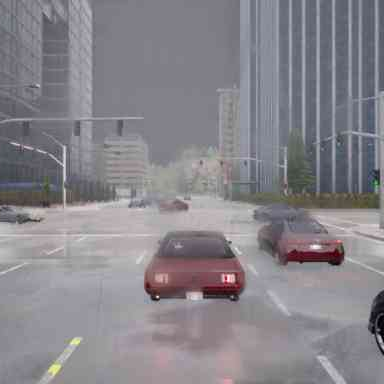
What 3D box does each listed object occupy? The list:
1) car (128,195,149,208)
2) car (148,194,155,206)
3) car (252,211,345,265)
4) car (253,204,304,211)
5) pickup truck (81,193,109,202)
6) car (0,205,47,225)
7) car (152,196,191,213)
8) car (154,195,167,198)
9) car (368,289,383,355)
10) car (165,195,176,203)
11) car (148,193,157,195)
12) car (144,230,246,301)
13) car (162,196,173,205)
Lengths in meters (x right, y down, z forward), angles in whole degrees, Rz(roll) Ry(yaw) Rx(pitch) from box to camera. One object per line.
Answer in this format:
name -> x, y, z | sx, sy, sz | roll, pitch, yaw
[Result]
car -> -7.796, 1.526, 47.443 | 1.812, 1.442, 4.674 | 0, 0, 1
car -> -7.914, 1.505, 56.697 | 1.837, 1.490, 4.892 | 0, 0, -1
car -> 3.576, 1.564, 11.627 | 1.994, 1.385, 4.181 | 0, 0, 0
car -> 6.618, 1.564, 24.809 | 4.181, 1.385, 1.994 | 0, 0, 0
pickup truck -> -21.201, 1.059, 73.315 | 2.390, 2.098, 6.274 | 0, 0, 30
car -> -12.921, 1.601, 23.871 | 4.718, 1.301, 1.895 | 0, 0, 13
car -> -1.964, 1.526, 36.464 | 1.812, 1.442, 4.674 | 1, 0, 29
car -> -4.353, 1.547, 51.544 | 2.033, 1.411, 5.357 | 0, 0, -1
car -> 3.608, 1.564, 3.216 | 1.994, 1.385, 4.181 | 0, 0, -1
car -> -4.556, 1.525, 71.826 | 2.128, 1.511, 4.902 | 0, 0, -1
car -> -8.005, 1.221, 67.103 | 2.150, 2.045, 5.566 | 0, 0, -1
car -> 0.070, 1.601, 8.268 | 1.895, 1.301, 4.718 | 0, 0, 0
car -> -4.468, 1.505, 61.386 | 1.837, 1.490, 4.892 | 0, 0, -1
